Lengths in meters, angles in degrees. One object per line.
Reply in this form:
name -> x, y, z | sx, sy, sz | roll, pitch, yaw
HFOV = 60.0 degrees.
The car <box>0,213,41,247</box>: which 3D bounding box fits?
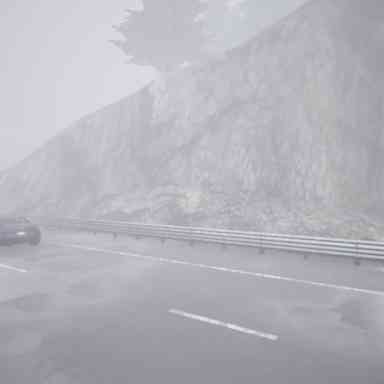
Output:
car -> -8.250, 1.570, 14.059 | 4.181, 1.385, 1.994 | 0, 0, 36
